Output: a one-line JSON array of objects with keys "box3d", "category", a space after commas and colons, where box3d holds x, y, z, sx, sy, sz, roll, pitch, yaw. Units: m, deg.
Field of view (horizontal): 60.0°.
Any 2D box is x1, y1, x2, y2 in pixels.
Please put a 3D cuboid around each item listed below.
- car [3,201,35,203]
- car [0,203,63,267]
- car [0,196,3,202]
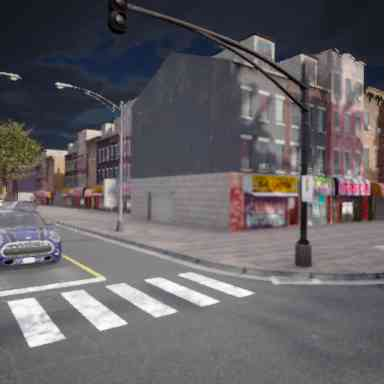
[{"box3d": [-14.384, 1.559, 28.283, 2.097, 1.767, 4.553, 1, -1, -35], "category": "car"}, {"box3d": [-6.057, 1.418, 11.561, 2.097, 1.767, 4.553, 1, -1, -35], "category": "car"}, {"box3d": [-29.098, 1.662, 48.887, 2.150, 2.045, 5.566, 1, -2, -36], "category": "car"}]
